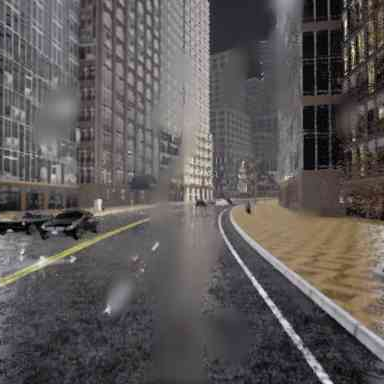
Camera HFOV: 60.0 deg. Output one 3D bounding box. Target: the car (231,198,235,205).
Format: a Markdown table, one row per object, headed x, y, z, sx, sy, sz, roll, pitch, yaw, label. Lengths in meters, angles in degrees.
| x | y | z | sx | sy | sz | roll | pitch | yaw | label |
| --- | --- | --- | --- | --- | --- | --- | --- | --- | --- |
| 7.639 | 1.957 | 68.384 | 1.837 | 1.490 | 4.892 | 0 | 0 | 15 | car |

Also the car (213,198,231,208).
| x | y | z | sx | sy | sz | roll | pitch | yaw | label |
| --- | --- | --- | --- | --- | --- | --- | --- | --- | --- |
| 5.235 | 1.962 | 58.575 | 1.812 | 1.442 | 4.674 | 0 | 0 | 13 | car |

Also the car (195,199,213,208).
| x | y | z | sx | sy | sz | roll | pitch | yaw | label |
| --- | --- | --- | --- | --- | --- | --- | --- | --- | --- |
| 1.864 | 1.952 | 58.363 | 1.837 | 1.490 | 4.892 | 0 | 0 | 13 | car |

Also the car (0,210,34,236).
| x | y | z | sx | sy | sz | roll | pitch | yaw | label |
| --- | --- | --- | --- | --- | --- | --- | --- | --- | --- |
| -9.579 | 1.769 | 19.854 | 1.895 | 1.301 | 4.718 | 0 | 0 | 2 | car |

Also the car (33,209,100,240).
| x | y | z | sx | sy | sz | roll | pitch | yaw | label |
| --- | --- | --- | --- | --- | --- | --- | --- | --- | --- |
| -6.394 | 1.677 | 17.991 | 1.812 | 1.442 | 4.674 | 0 | -1 | 2 | car |

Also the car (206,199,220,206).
| x | y | z | sx | sy | sz | roll | pitch | yaw | label |
| --- | --- | --- | --- | --- | --- | --- | --- | --- | --- |
| 4.287 | 2.046 | 68.420 | 1.895 | 1.301 | 4.718 | 0 | 0 | 15 | car |
